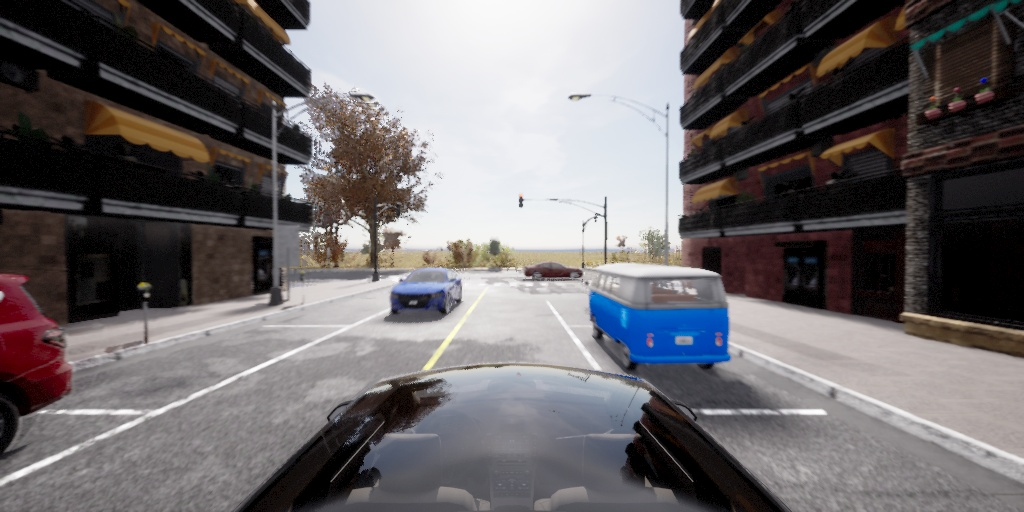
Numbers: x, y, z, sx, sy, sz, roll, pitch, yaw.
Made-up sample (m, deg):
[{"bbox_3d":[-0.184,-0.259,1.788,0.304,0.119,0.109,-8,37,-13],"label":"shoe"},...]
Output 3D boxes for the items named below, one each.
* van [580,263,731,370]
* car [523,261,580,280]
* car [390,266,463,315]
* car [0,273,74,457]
[{"bbox_3d":[2.693,1.070,7.439,1.690,1.789,3.998,0,0,0],"label":"van"},{"bbox_3d":[3.466,1.194,30.077,5.008,1.535,1.882,0,1,0],"label":"car"},{"bbox_3d":[-3.059,1.183,13.655,1.882,1.535,5.008,0,0,0],"label":"car"},{"bbox_3d":[-5.690,1.065,1.729,2.192,1.841,5.009,0,0,0],"label":"car"}]
